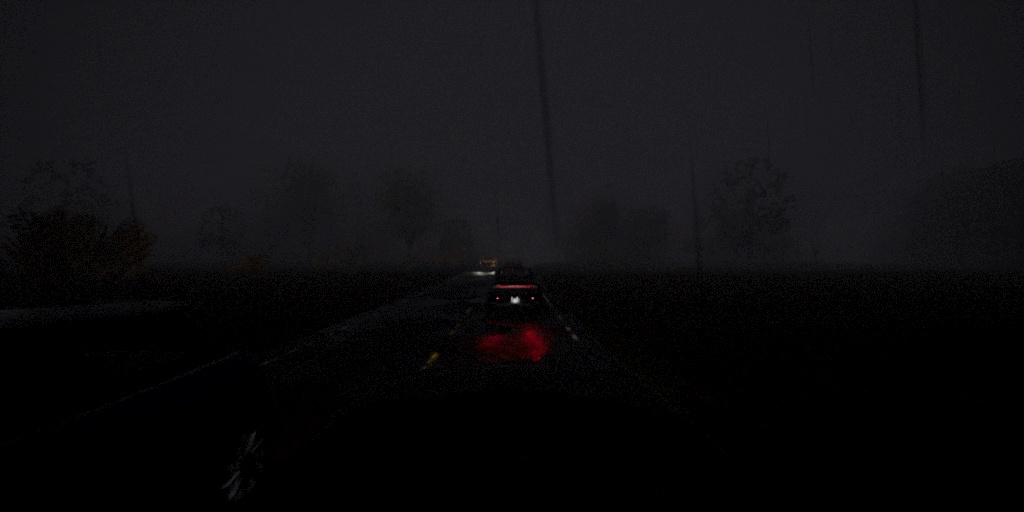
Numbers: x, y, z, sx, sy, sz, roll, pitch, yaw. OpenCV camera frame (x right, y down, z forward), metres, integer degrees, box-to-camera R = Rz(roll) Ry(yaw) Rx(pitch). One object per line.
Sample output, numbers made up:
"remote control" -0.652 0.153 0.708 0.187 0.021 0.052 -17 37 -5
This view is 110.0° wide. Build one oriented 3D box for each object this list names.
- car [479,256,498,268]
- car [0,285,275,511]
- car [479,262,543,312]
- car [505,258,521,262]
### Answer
"car" -2.739 0.712 42.891 1.882 1.535 5.008 0 0 3
"car" -3.102 1.106 1.177 2.097 1.767 4.553 0 0 0
"car" 0.101 1.151 13.566 2.128 1.511 4.902 0 1 0
"car" 0.141 0.977 33.873 1.882 1.535 5.008 0 0 1
